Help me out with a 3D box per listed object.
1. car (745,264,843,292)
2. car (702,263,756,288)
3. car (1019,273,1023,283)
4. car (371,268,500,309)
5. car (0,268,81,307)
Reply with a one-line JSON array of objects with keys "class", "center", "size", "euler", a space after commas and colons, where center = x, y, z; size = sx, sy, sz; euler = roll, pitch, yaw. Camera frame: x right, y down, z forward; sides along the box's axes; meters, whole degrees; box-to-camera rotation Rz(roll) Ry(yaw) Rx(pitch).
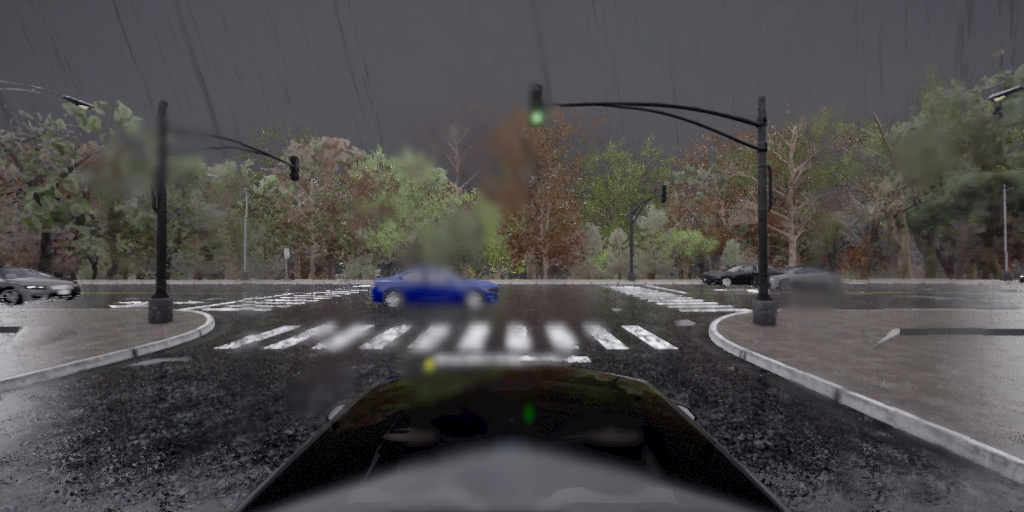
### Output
[{"class": "car", "center": [16.262, 1.313, 20.587], "size": [4.181, 1.385, 1.994], "euler": [0, -1, 1]}, {"class": "car", "center": [15.370, 1.270, 23.856], "size": [5.008, 1.535, 1.882], "euler": [-1, -1, 1]}, {"class": "car", "center": [36.547, 1.272, 23.457], "size": [4.892, 1.490, 1.837], "euler": [0, -1, 1]}, {"class": "car", "center": [-2.994, 1.243, 14.330], "size": [5.008, 1.535, 1.882], "euler": [0, 0, 1]}, {"class": "car", "center": [-20.704, 1.217, 14.658], "size": [4.902, 1.511, 2.128], "euler": [0, -1, 1]}]
